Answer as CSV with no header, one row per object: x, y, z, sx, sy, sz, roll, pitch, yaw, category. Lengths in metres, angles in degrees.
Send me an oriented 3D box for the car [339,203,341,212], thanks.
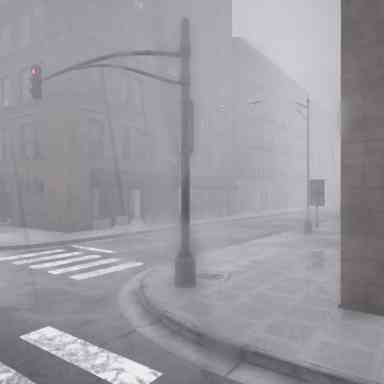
20.524,1.760,43.104,1.882,1.535,5.008,0,0,36,car
